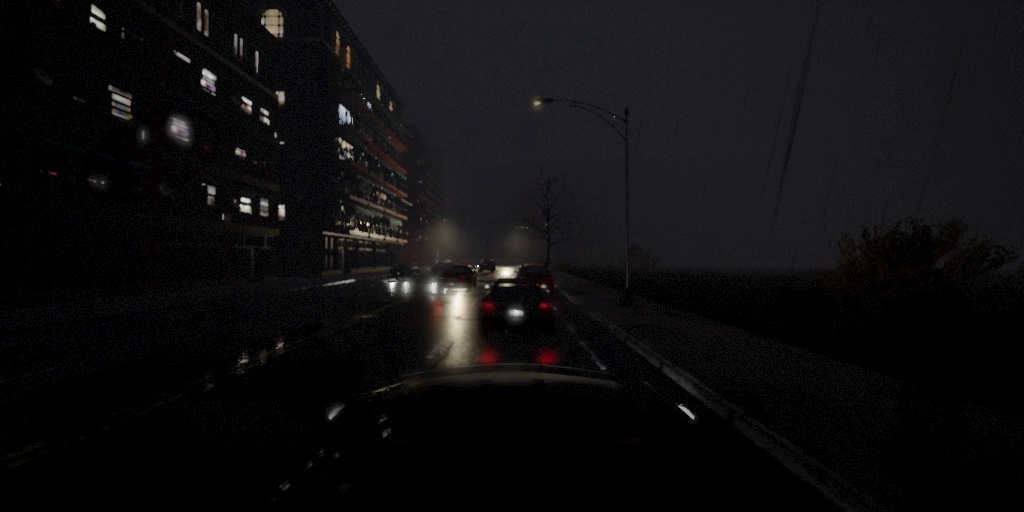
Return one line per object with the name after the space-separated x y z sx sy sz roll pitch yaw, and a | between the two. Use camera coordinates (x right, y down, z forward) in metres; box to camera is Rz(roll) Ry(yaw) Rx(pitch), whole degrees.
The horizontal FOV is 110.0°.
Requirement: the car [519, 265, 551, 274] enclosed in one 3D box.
1.147 1.229 19.439 1.882 1.535 5.008 0 0 0 | car

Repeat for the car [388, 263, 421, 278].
-9.834 1.314 33.043 1.994 1.385 4.181 0 0 0 | car

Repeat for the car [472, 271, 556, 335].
0.107 1.315 10.466 1.994 1.385 4.181 0 0 0 | car

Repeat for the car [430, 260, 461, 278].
-6.582 1.241 34.720 2.128 1.511 4.902 0 0 0 | car

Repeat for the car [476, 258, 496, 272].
-3.123 1.237 45.895 2.128 1.511 4.902 0 0 0 | car

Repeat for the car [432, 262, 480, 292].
-3.139 1.277 21.002 1.812 1.442 4.674 0 0 0 | car
